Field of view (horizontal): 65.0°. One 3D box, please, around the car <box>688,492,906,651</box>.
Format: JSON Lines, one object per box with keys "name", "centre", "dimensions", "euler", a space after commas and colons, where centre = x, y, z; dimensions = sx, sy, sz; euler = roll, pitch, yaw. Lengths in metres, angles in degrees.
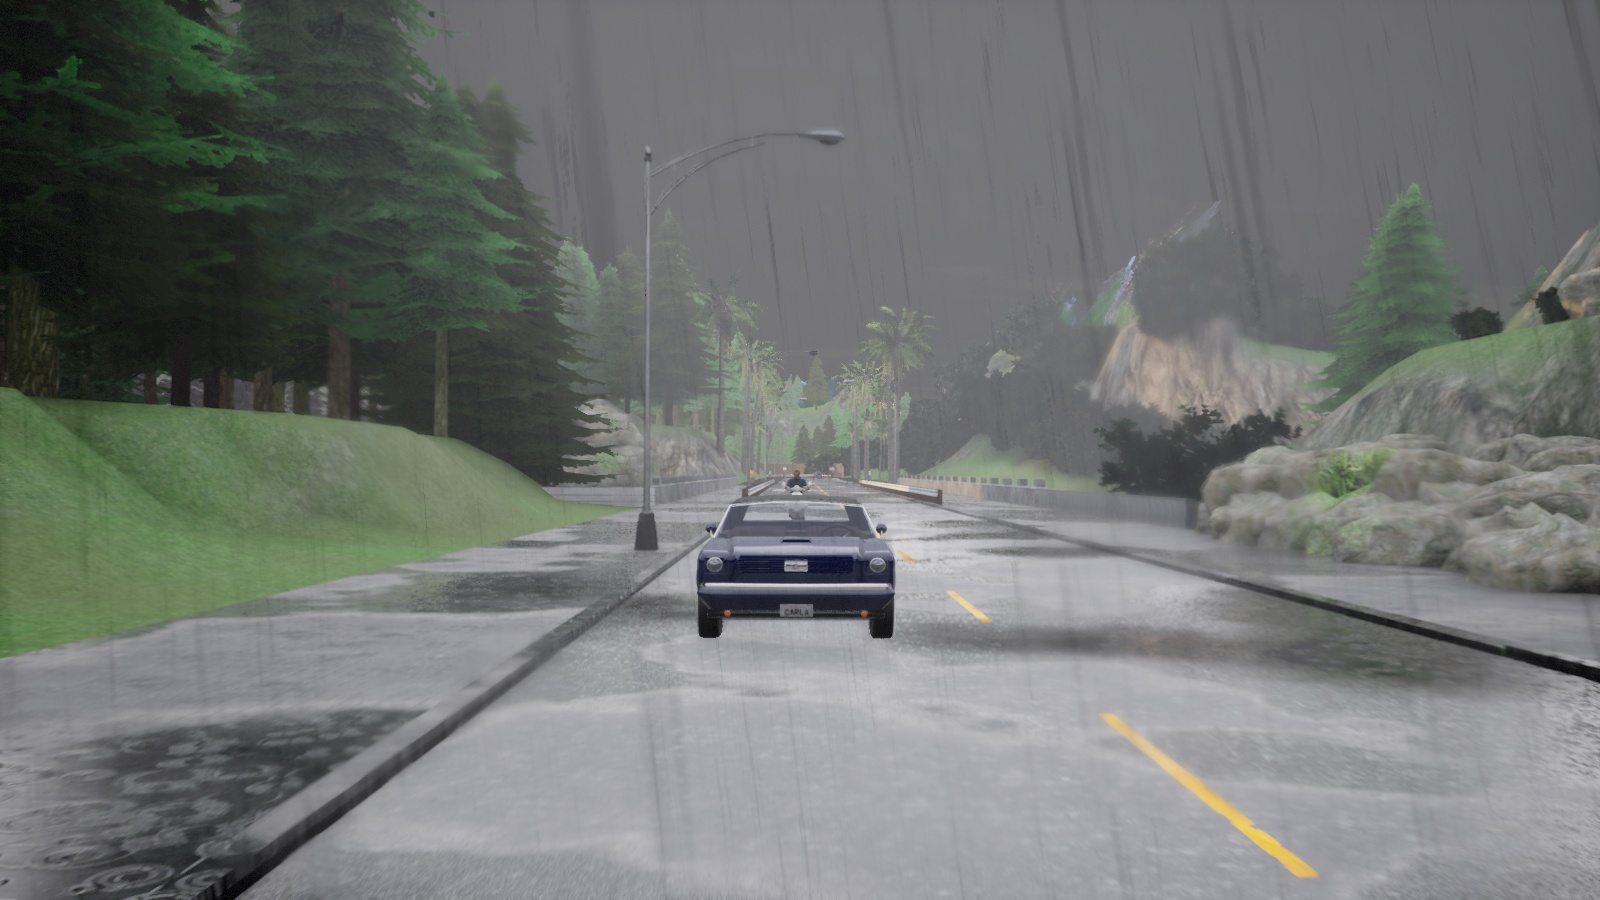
{"name": "car", "centre": [-0.031, 1.138, 13.311], "dimensions": [1.895, 1.301, 4.718], "euler": [0, -1, 0]}
